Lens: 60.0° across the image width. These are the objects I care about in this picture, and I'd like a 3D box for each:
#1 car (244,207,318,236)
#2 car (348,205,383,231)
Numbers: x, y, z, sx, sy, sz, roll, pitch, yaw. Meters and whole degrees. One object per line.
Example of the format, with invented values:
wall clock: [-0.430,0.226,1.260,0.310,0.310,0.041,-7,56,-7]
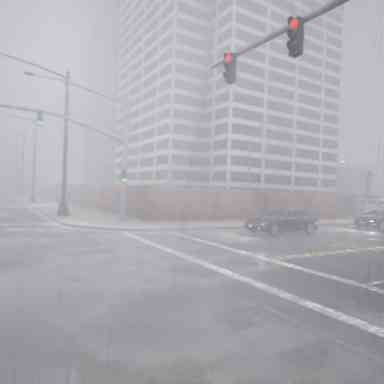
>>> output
car: [5.277,1.681,19.426,4.892,1.490,1.837,2,0,-31]
car: [14.138,2.009,24.770,4.892,1.490,1.837,2,0,-31]
